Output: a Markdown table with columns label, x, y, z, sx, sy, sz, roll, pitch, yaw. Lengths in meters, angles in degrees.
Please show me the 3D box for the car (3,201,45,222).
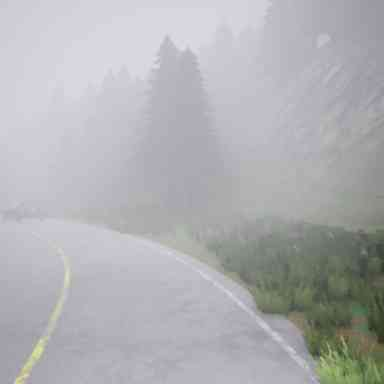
| label | x | y | z | sx | sy | sz | roll | pitch | yaw |
| --- | --- | --- | --- | --- | --- | --- | --- | --- | --- |
| car | -14.217 | 1.506 | 28.020 | 4.553 | 1.767 | 2.097 | -1 | 0 | 45 |
